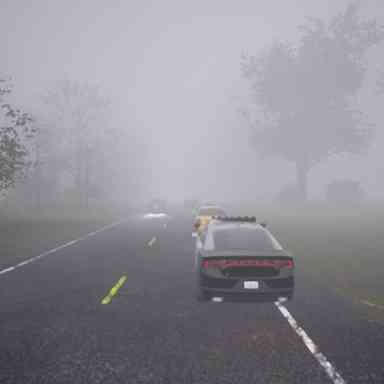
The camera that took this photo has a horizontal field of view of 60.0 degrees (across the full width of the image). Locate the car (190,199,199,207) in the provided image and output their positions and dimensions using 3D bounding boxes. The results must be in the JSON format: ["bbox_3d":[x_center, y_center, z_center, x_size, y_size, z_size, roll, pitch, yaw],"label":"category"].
[{"bbox_3d":[0.986,1.499,24.285,1.812,1.442,4.674,0,0,0],"label":"car"}]

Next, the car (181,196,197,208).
[{"bbox_3d":[-0.083,1.411,45.636,1.882,1.535,5.008,0,0,0],"label":"car"}]

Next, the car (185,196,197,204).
[{"bbox_3d":[-0.159,1.461,59.656,1.994,1.385,4.181,0,0,0],"label":"car"}]

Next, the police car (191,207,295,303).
[{"bbox_3d":[1.028,1.417,8.394,1.930,1.638,5.238,0,0,0],"label":"police car"}]

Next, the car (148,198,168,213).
[{"bbox_3d":[-3.695,1.444,36.527,2.128,1.511,4.902,0,0,0],"label":"car"}]

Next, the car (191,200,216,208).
[{"bbox_3d":[1.001,1.436,18.474,1.801,1.575,5.366,0,0,0],"label":"car"}]
